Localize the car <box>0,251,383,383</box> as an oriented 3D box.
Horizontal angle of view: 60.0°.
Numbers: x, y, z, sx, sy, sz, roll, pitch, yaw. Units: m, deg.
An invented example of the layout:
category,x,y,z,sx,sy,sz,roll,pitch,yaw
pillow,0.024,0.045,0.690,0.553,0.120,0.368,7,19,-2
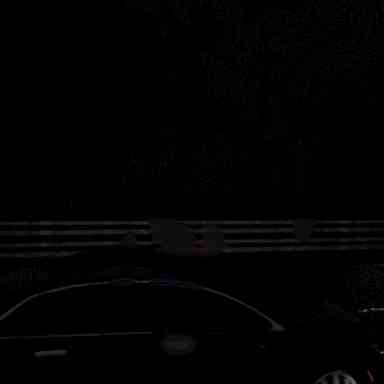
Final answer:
category,x,y,z,sx,sy,sz,roll,pitch,yaw
car,-0.339,1.446,3.550,4.892,1.490,1.837,1,1,-12
